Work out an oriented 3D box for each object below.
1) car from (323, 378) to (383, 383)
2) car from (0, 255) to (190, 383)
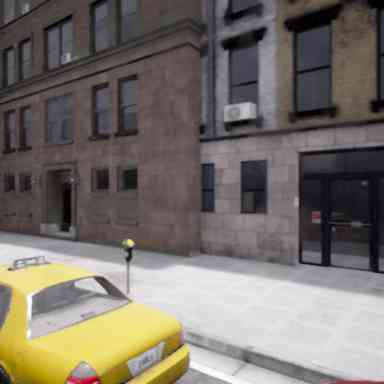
[{"bbox_3d":[2.321,1.579,1.152,4.206,1.307,1.802,0,0,36],"label":"car"},{"bbox_3d":[-2.308,1.534,4.459,4.829,1.417,1.752,0,0,36],"label":"car"}]
